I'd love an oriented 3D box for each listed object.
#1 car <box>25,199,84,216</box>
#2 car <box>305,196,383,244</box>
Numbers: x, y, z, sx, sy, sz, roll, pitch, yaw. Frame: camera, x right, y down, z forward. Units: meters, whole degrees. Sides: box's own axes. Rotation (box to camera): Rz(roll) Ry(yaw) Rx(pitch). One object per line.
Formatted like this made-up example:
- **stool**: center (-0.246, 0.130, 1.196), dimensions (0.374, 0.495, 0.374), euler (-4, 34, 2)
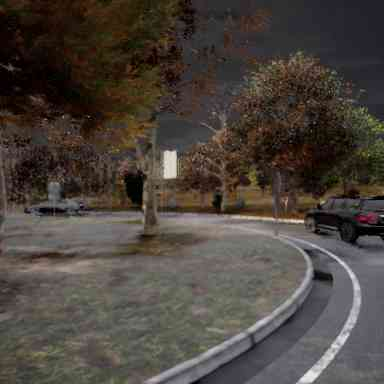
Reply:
- **car**: center (-12.197, 1.330, 29.651), dimensions (4.902, 1.511, 2.128), euler (0, 0, -8)
- **car**: center (7.480, 1.185, 15.847), dimensions (2.150, 2.045, 5.566), euler (0, 0, -7)
